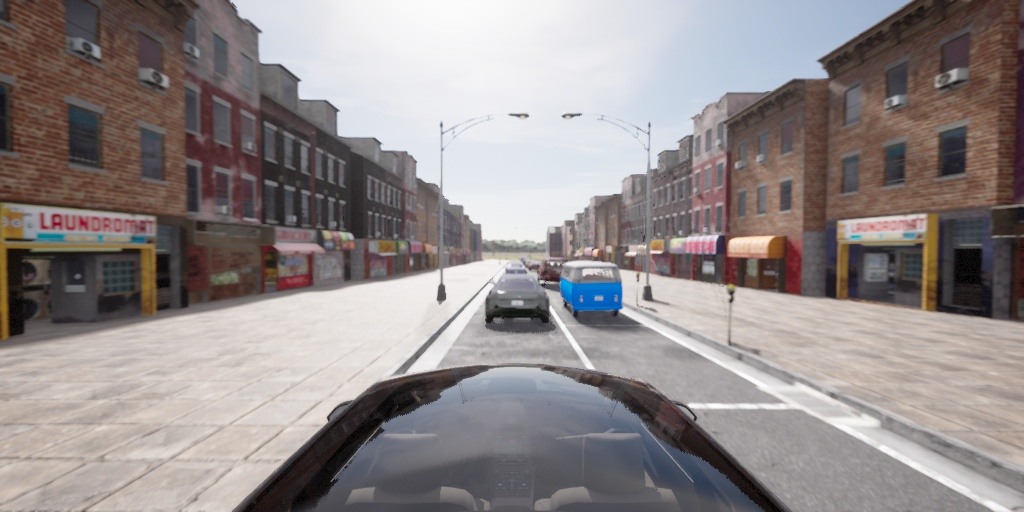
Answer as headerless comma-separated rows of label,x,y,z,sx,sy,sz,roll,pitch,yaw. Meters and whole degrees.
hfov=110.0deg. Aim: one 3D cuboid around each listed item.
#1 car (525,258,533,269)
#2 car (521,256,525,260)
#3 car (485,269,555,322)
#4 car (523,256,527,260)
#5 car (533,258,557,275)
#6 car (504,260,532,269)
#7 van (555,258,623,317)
car,2.962,1.278,46.122,1.802,1.307,4.207,0,0,0
car,3.090,1.225,62.719,2.007,1.370,4.403,0,0,0
car,0.167,1.299,12.215,1.994,1.385,4.181,0,0,0
car,3.048,1.207,57.357,1.751,1.417,4.829,0,0,0
car,2.792,1.042,23.993,2.192,1.841,5.009,0,0,0
car,0.300,1.258,29.535,2.033,1.411,5.357,0,0,0
van,2.707,1.084,12.928,1.690,1.789,3.998,0,0,0
